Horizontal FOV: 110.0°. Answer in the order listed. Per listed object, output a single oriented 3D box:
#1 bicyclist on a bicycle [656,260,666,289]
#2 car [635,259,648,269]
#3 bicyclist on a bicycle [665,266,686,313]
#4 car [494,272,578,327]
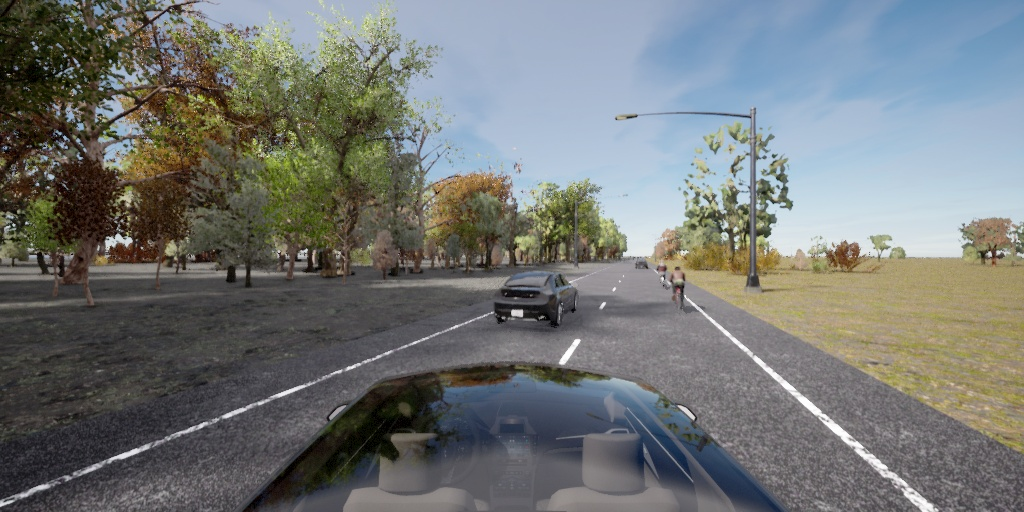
[{"bbox_3d":[9.244,1.120,22.146,0.659,1.776,1.843,0,0,19],"label":"bicyclist on a bicycle"},{"bbox_3d":[20.568,1.257,56.961,1.837,1.490,4.892,0,0,19],"label":"car"},{"bbox_3d":[6.050,1.203,13.069,0.582,1.620,1.656,0,0,19],"label":"bicyclist on a bicycle"},{"bbox_3d":[0.947,1.254,11.710,1.837,1.490,4.892,0,0,19],"label":"car"}]
